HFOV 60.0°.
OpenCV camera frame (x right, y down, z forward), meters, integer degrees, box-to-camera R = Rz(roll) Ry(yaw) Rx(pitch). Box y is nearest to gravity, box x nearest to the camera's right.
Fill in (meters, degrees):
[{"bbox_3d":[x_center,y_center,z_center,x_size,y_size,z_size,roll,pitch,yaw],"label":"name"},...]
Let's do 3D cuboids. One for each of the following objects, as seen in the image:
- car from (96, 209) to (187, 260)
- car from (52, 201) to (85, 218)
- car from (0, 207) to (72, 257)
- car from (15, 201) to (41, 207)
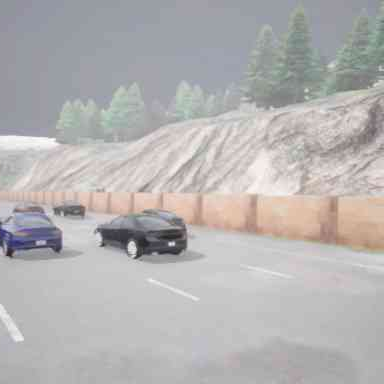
[{"bbox_3d":[-2.186,1.579,13.199,1.882,1.535,5.008,2,0,-37],"label":"car"},{"bbox_3d":[-11.659,1.561,31.239,1.882,1.535,5.008,2,-1,-38],"label":"car"},{"bbox_3d":[-6.496,1.529,13.054,1.812,1.442,4.674,2,-1,-38],"label":"car"},{"bbox_3d":[-14.100,1.527,28.663,1.812,1.442,4.674,2,-1,-38],"label":"car"}]
